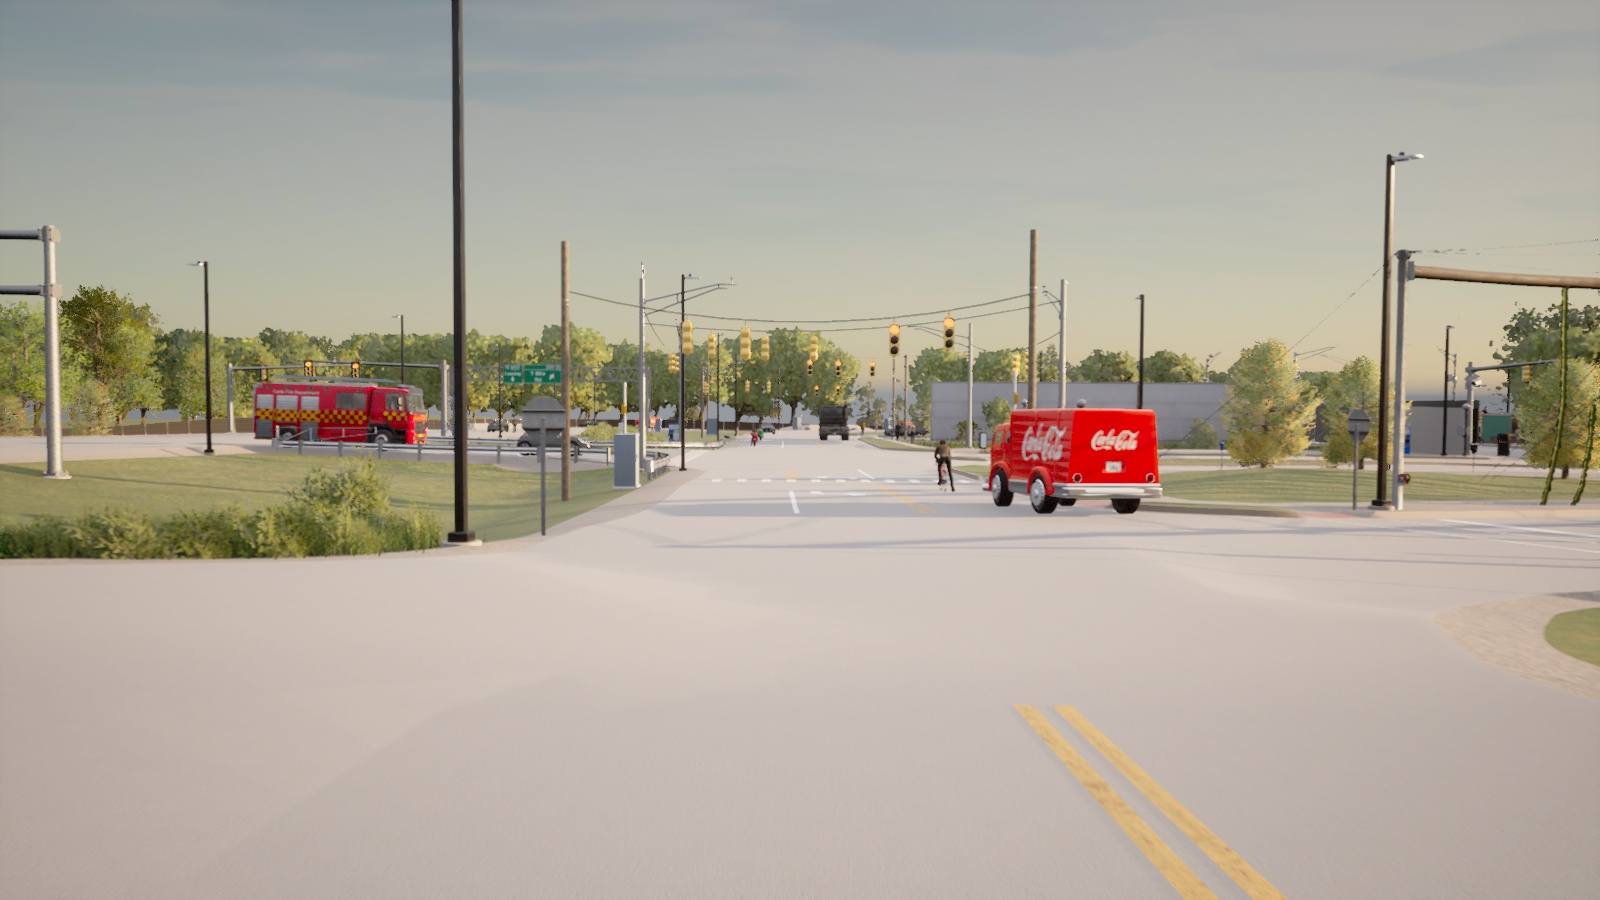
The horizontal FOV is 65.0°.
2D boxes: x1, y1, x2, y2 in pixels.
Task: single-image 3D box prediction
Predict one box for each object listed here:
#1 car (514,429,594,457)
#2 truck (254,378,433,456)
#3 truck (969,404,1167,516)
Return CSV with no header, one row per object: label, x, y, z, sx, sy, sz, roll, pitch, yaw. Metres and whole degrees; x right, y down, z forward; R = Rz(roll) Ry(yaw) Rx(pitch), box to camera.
car,-13.181,-0.378,67.410,3.806,1.475,1.970,0,1,4
truck,-24.358,-1.775,67.352,8.468,3.827,2.891,2,1,-1
truck,6.393,0.183,30.726,2.627,2.467,5.204,0,1,-15
